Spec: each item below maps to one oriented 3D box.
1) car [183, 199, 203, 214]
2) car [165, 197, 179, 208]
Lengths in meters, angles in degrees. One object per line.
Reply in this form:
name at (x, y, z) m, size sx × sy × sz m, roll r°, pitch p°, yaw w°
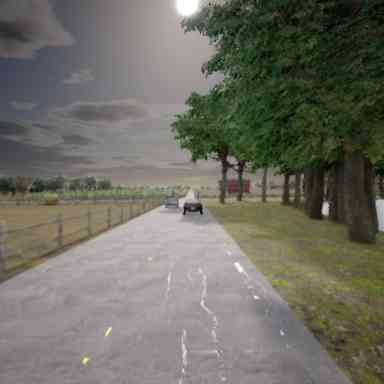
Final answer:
car at (0.100, 1.401, 34.031) m, size 1.882 × 1.535 × 5.008 m, roll 0°, pitch 0°, yaw 0°
car at (-2.749, 1.472, 46.609) m, size 2.033 × 1.411 × 5.357 m, roll 0°, pitch 0°, yaw 0°
